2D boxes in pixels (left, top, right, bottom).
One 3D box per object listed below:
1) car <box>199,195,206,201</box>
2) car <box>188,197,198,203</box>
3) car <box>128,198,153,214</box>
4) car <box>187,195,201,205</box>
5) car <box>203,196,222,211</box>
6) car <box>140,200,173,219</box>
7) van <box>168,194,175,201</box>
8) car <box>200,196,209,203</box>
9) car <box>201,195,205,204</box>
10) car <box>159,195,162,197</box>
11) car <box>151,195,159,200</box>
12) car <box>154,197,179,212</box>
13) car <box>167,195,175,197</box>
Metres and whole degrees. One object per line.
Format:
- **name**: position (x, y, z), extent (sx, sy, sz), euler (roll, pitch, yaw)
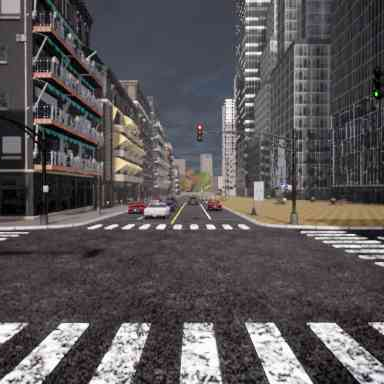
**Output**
- **car**: position (2.786, 1.621, 92.103), extent (1.752, 1.417, 4.829), euler (-1, 0, 0)
- **car**: position (0.214, 1.668, 69.700), extent (1.895, 1.301, 4.718), euler (0, 0, 0)
- **car**: position (-5.647, 1.573, 35.399), extent (1.887, 1.381, 4.507), euler (-1, 0, 0)
- **car**: position (0.183, 1.581, 59.469), extent (1.812, 1.442, 4.674), euler (0, 0, 0)
- **car**: position (2.708, 1.579, 41.092), extent (1.887, 1.381, 4.507), euler (-1, 0, 0)
- **car**: position (-3.055, 1.624, 29.448), extent (1.895, 1.301, 4.718), euler (0, 0, 0)
- **van**: position (-5.564, 1.436, 91.887), extent (1.690, 1.788, 3.998), euler (-1, 0, 0)
- **car**: position (2.761, 1.618, 74.986), extent (1.887, 1.381, 4.507), euler (-1, 0, 0)
- **car**: position (2.743, 1.611, 63.688), extent (2.008, 1.369, 4.403), euler (-1, 0, 0)
- **car**: position (-5.625, 1.361, 52.346), extent (2.192, 1.841, 5.009), euler (-1, 0, 0)
- **car**: position (-5.640, 1.474, 41.048), extent (1.967, 1.590, 4.097), euler (-1, 0, 0)
- **car**: position (-3.028, 1.597, 39.508), extent (1.994, 1.385, 4.181), euler (0, 0, 1)
- **car**: position (-3.013, 1.548, 49.689), extent (1.837, 1.490, 4.892), euler (0, 0, 0)
